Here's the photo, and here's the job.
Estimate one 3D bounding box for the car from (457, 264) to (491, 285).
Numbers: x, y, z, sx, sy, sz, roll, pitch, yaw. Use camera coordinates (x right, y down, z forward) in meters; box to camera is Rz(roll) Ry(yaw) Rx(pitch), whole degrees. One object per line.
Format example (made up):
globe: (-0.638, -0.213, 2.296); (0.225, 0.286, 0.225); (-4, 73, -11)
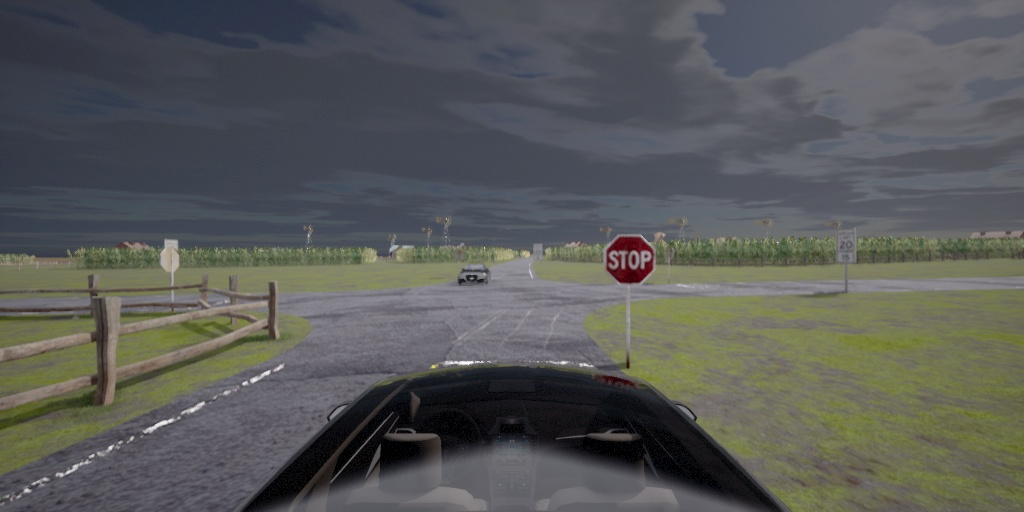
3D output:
car: (-2.506, 1.216, 24.639); (1.994, 1.385, 4.181); (0, 0, 1)
